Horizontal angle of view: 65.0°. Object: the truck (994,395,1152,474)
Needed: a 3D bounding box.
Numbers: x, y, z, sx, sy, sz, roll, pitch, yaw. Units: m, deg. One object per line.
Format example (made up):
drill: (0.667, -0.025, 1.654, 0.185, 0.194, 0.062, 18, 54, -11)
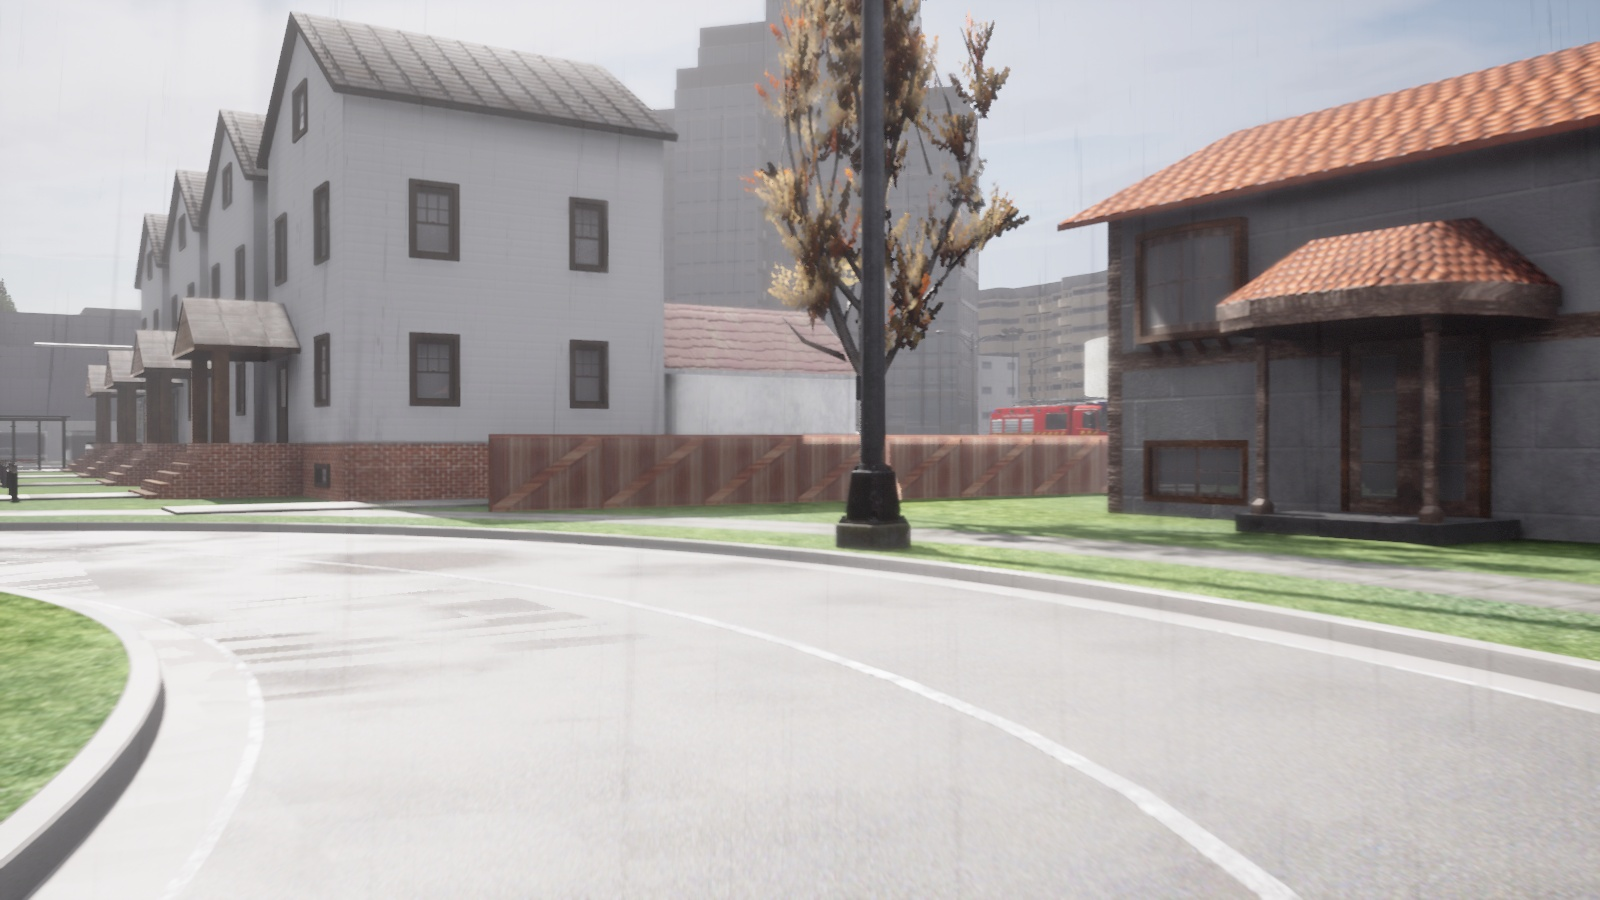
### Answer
truck: (14.003, -0.786, 65.251, 2.891, 3.827, 8.468, 0, 0, -33)
